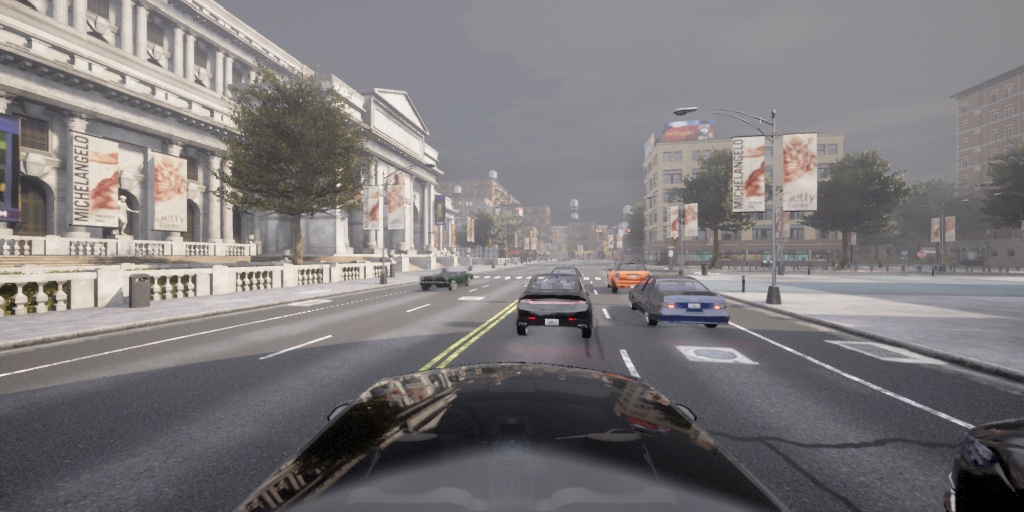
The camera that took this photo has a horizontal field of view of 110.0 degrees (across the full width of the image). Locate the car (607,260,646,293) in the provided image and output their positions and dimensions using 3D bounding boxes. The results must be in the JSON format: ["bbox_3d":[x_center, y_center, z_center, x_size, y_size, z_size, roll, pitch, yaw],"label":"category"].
[{"bbox_3d":[6.716,1.102,20.789,2.097,1.767,4.553,0,0,10],"label":"car"}]

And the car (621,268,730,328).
[{"bbox_3d":[4.998,1.297,11.476,2.033,1.411,5.357,0,0,10],"label":"car"}]

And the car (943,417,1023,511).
[{"bbox_3d":[3.762,1.241,0.227,2.128,1.511,4.902,0,0,-2],"label":"car"}]

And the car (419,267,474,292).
[{"bbox_3d":[-3.889,1.351,21.909,1.895,1.301,4.718,0,0,11],"label":"car"}]

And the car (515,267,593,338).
[{"bbox_3d":[1.270,1.242,10.287,2.128,1.511,4.902,0,0,9],"label":"car"}]

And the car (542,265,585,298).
[{"bbox_3d":[2.945,1.297,19.763,2.033,1.411,5.357,0,0,11],"label":"car"}]
